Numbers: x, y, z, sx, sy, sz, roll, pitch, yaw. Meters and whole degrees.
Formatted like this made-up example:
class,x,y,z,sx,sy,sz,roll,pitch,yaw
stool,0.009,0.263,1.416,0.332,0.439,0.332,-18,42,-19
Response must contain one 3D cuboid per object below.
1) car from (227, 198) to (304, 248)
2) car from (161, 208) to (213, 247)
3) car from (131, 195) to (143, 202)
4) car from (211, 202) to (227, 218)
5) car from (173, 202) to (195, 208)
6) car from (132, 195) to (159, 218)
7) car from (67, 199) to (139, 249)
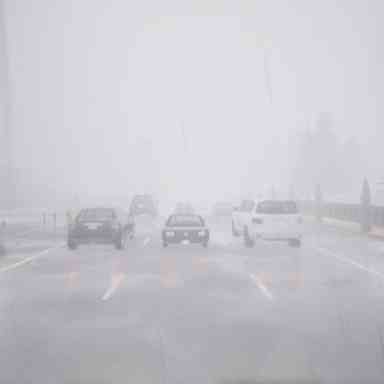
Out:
class,x,y,z,sx,sy,sz,roll,pitch,yaw
car,3.181,1.255,14.987,2.150,2.045,5.566,0,0,-2
car,-0.317,1.613,14.863,1.895,1.301,4.718,0,0,-2
car,-12.253,1.467,74.528,1.882,1.535,5.008,0,0,-1
car,2.791,1.561,29.844,2.033,1.411,5.357,0,0,-1
car,-0.708,1.561,29.763,2.033,1.411,5.357,0,0,-1
car,-4.208,1.255,29.711,2.150,2.045,5.566,0,0,-1
car,-3.812,1.363,14.678,2.097,1.767,4.553,0,0,-2
